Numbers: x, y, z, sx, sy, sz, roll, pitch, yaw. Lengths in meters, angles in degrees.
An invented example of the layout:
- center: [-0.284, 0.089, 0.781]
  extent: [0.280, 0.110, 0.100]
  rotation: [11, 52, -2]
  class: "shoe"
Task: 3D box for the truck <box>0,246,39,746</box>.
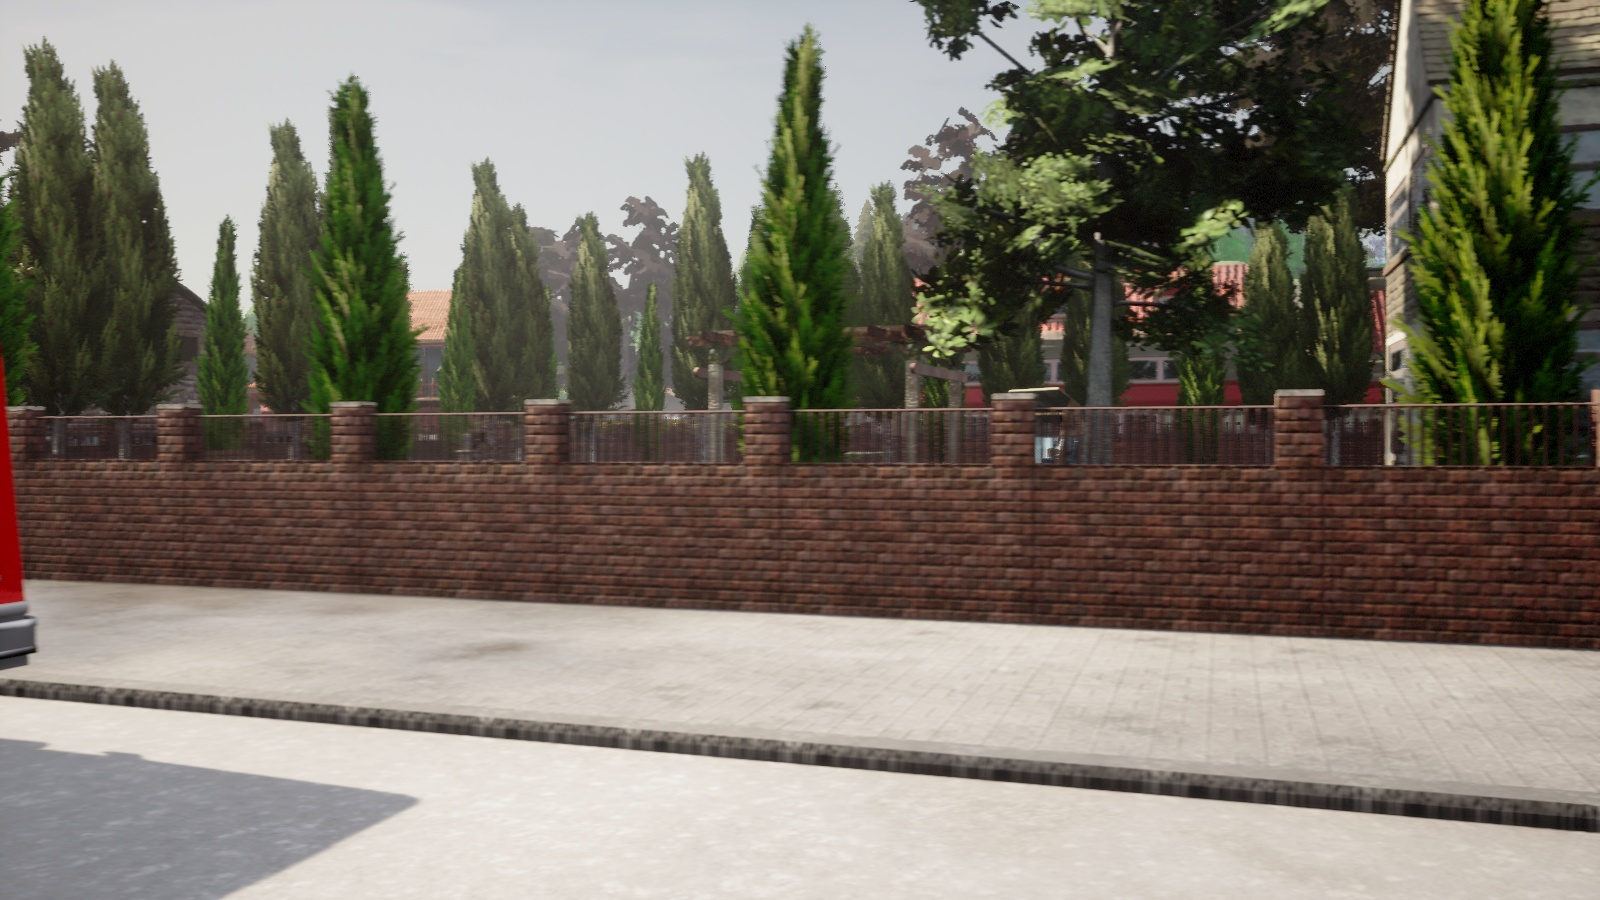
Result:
- center: [-6.770, 0.219, 5.991]
  extent: [5.204, 2.467, 2.627]
  rotation: [1, 1, 19]
  class: "truck"
